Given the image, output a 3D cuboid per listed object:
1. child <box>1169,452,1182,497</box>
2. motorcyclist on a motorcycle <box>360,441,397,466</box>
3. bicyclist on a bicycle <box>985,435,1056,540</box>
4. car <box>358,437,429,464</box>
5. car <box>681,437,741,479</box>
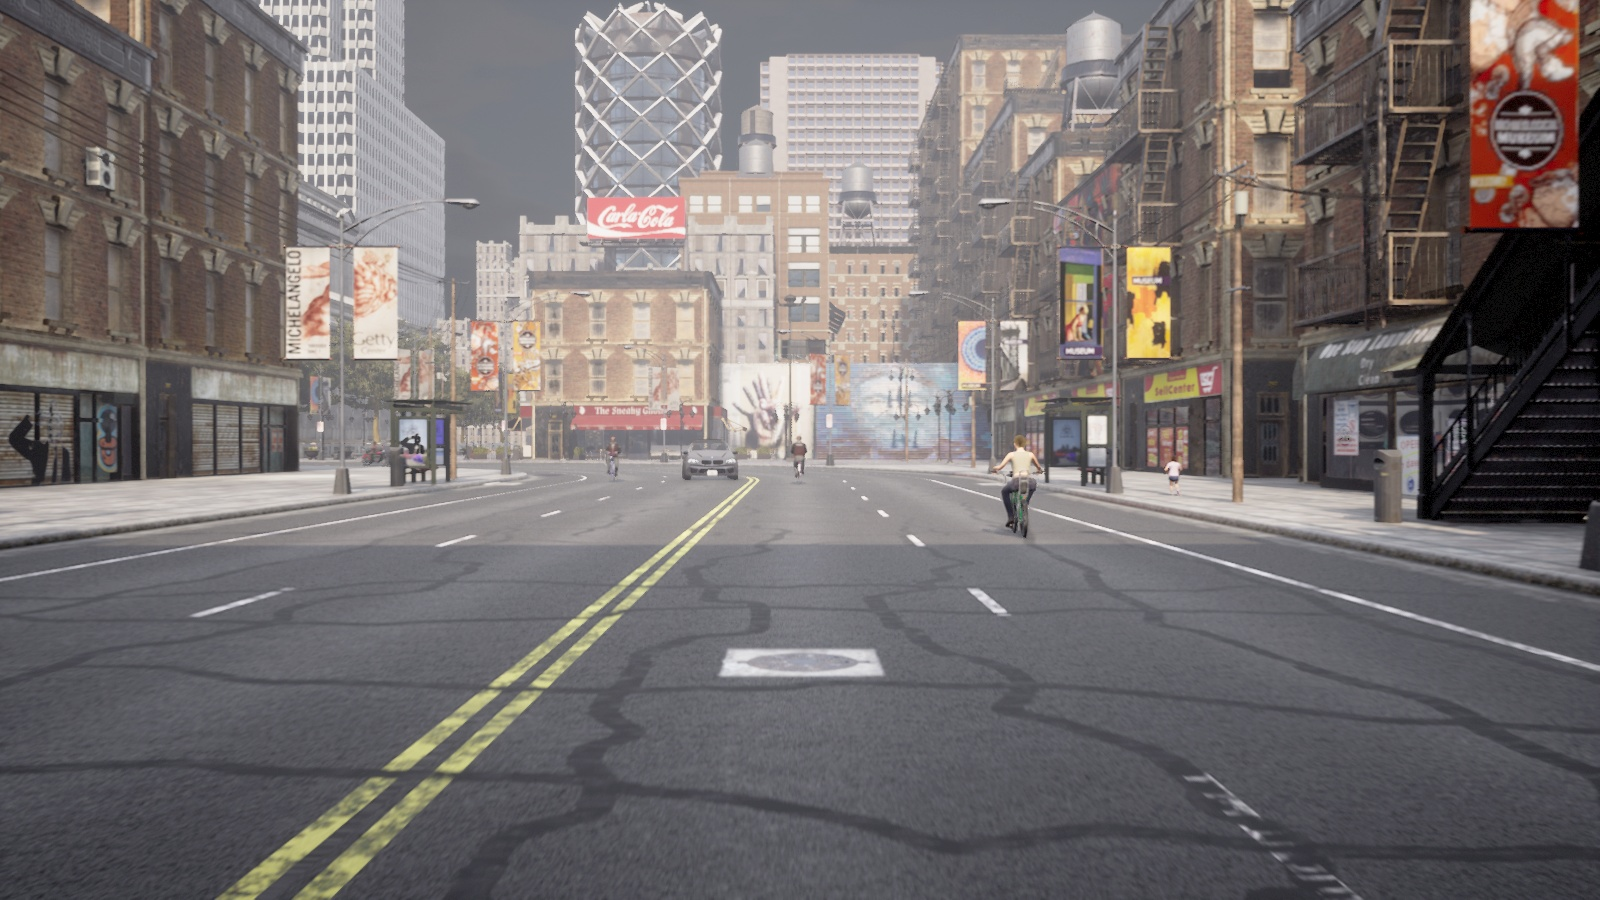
[{"bbox_3d":[9.418,0.612,31.491,0.255,1.110,0.394,0,0,8],"label":"child"},{"bbox_3d":[-27.652,0.213,82.323,2.350,1.649,0.766,0,1,22],"label":"motorcyclist on a motorcycle"},{"bbox_3d":[3.503,0.572,20.092,0.866,1.612,1.509,0,0,0],"label":"bicyclist on a bicycle"},{"bbox_3d":[-29.238,0.033,90.380,4.605,1.855,1.932,0,0,19],"label":"car"},{"bbox_3d":[-3.684,0.299,51.360,2.242,1.667,4.611,0,0,-6],"label":"car"}]
